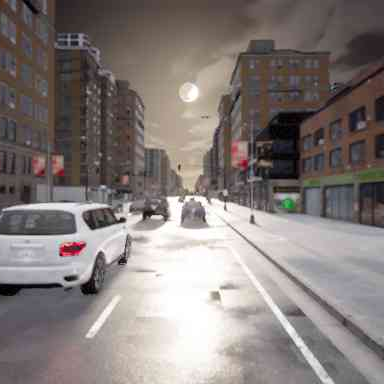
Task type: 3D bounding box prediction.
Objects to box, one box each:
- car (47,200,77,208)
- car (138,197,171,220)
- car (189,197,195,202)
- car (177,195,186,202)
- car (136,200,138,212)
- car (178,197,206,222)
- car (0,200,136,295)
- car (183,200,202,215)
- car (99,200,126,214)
[{"bbox_3d":[-22.125,1.984,56.744,4.313,1.339,1.947,0,-1,0],"label":"car"},{"bbox_3d":[-3.138,1.427,30.067,2.150,2.045,5.566,0,0,0],"label":"car"},{"bbox_3d":[0.039,2.124,94.390,1.812,1.442,4.674,0,0,0],"label":"car"},{"bbox_3d":[-3.211,2.101,93.979,2.033,1.411,5.357,0,0,0],"label":"car"},{"bbox_3d":[-6.487,1.794,40.833,1.837,1.490,4.892,0,-1,0],"label":"car"},{"bbox_3d":[0.112,1.549,28.731,2.097,1.767,4.553,0,0,0],"label":"car"},{"bbox_3d":[-3.145,1.286,9.032,2.150,2.045,5.566,0,0,0],"label":"car"},{"bbox_3d":[0.073,1.752,37.967,2.128,1.511,4.902,0,0,0],"label":"car"},{"bbox_3d":[-9.733,1.794,41.273,2.128,1.511,4.902,0,0,0],"label":"car"}]
